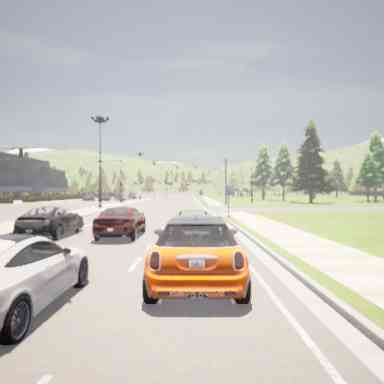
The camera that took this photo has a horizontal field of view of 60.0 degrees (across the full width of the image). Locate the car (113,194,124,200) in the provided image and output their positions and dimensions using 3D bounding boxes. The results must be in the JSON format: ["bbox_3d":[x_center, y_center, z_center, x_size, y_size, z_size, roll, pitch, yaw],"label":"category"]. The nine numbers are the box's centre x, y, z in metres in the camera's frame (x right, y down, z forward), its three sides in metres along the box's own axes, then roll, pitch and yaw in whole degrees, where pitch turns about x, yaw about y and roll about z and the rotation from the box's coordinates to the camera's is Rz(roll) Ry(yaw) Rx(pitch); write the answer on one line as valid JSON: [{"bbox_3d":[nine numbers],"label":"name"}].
[{"bbox_3d":[-19.852,1.348,90.496,1.882,1.535,5.008,0,0,0],"label":"car"}]

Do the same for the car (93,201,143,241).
[{"bbox_3d":[-3.500,1.453,16.706,1.882,1.535,5.008,0,0,0],"label":"car"}]

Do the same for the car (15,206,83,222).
[{"bbox_3d":[-6.999,1.468,16.719,2.128,1.511,4.902,0,0,0],"label":"car"}]

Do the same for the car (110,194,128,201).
[{"bbox_3d":[-16.340,1.488,74.924,1.895,1.301,4.718,0,0,0],"label":"car"}]

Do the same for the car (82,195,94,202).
[{"bbox_3d":[-23.340,1.417,74.901,1.812,1.442,4.674,0,0,0],"label":"car"}]

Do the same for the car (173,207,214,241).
[{"bbox_3d":[0.053,1.576,17.595,1.895,1.301,4.718,0,0,-1],"label":"car"}]

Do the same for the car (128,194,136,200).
[{"bbox_3d":[-16.352,1.395,90.512,2.128,1.511,4.902,0,0,0],"label":"car"}]

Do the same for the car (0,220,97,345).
[{"bbox_3d":[-3.428,1.517,6.225,1.812,1.442,4.674,0,0,0],"label":"car"}]

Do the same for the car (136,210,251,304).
[{"bbox_3d":[0.095,1.340,8.257,2.097,1.767,4.553,0,0,0],"label":"car"}]

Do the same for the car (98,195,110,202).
[{"bbox_3d":[-19.840,1.445,74.933,1.994,1.385,4.181,0,0,0],"label":"car"}]

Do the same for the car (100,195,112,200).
[{"bbox_3d":[-23.352,1.422,90.473,1.994,1.385,4.181,0,0,0],"label":"car"}]
